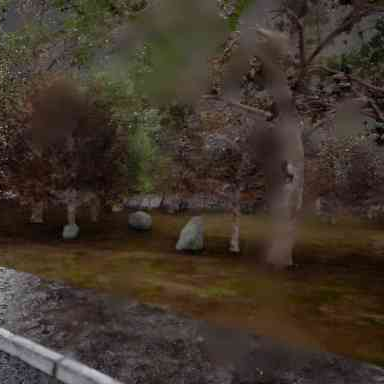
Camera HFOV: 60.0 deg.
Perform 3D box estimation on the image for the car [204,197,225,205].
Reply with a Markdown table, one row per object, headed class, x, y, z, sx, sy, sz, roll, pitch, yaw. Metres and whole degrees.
| class | x | y | z | sx | sy | sz | roll | pitch | yaw |
| --- | --- | --- | --- | --- | --- | --- | --- | --- | --- |
| car | 5.592 | 2.299 | 90.599 | 2.435 | 2.045 | 5.566 | 5 | 1 | 44 |
